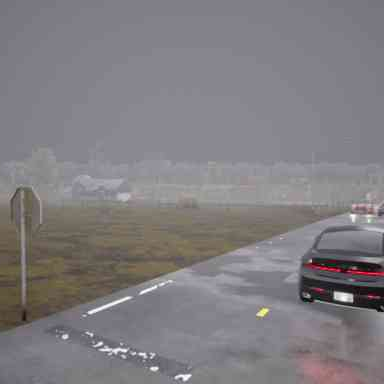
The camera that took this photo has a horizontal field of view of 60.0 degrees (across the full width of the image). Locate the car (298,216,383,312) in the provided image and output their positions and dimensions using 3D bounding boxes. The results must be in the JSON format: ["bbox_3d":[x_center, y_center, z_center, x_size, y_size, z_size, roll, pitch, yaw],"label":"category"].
[{"bbox_3d":[3.812,1.517,7.633,1.837,1.490,4.892,0,0,32],"label":"car"}]

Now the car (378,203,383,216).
[{"bbox_3d":[20.272,1.796,34.106,1.994,1.385,4.181,0,-1,32],"label":"car"}]

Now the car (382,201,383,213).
[{"bbox_3d":[25.427,1.896,42.540,1.812,1.442,4.674,0,-1,32],"label":"car"}]

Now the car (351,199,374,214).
[{"bbox_3d":[20.031,1.644,39.050,2.097,1.767,4.553,0,-1,32],"label":"car"}]
